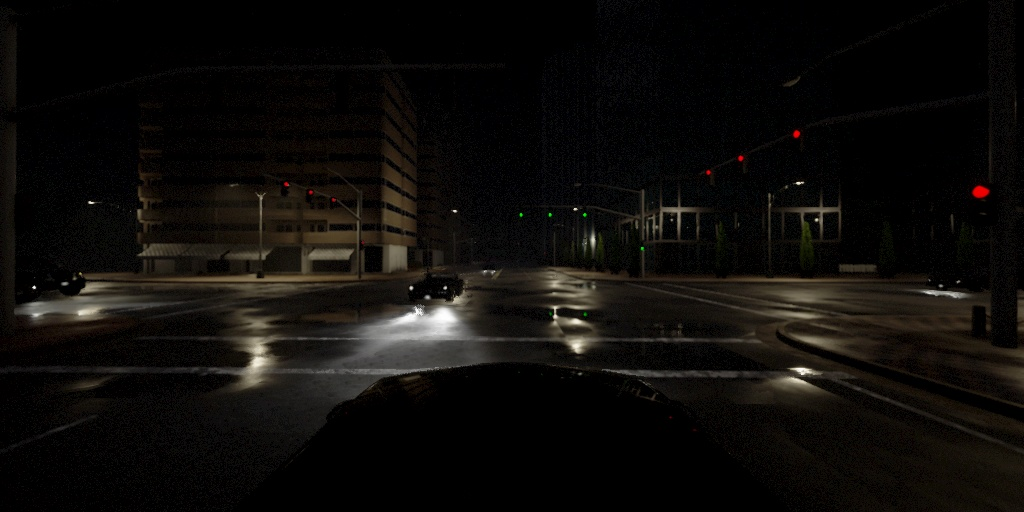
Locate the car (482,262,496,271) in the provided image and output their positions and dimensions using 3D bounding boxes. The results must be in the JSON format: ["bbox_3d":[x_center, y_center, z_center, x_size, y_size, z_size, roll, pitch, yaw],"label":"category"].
[{"bbox_3d":[-3.514,1.606,55.604,2.033,1.411,5.357,0,0,0],"label":"car"}]

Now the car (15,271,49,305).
[{"bbox_3d":[-21.599,1.361,13.961,4.718,1.301,1.895,0,0,3],"label":"car"}]

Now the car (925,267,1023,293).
[{"bbox_3d":[27.452,1.344,20.710,5.357,1.411,2.033,0,0,0],"label":"car"}]

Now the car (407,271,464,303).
[{"bbox_3d":[-3.502,1.422,17.146,1.895,1.301,4.718,0,0,0],"label":"car"}]

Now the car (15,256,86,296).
[{"bbox_3d":[-24.428,1.003,17.584,5.566,2.045,2.150,0,0,4],"label":"car"}]
